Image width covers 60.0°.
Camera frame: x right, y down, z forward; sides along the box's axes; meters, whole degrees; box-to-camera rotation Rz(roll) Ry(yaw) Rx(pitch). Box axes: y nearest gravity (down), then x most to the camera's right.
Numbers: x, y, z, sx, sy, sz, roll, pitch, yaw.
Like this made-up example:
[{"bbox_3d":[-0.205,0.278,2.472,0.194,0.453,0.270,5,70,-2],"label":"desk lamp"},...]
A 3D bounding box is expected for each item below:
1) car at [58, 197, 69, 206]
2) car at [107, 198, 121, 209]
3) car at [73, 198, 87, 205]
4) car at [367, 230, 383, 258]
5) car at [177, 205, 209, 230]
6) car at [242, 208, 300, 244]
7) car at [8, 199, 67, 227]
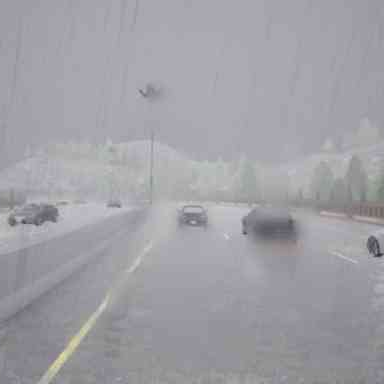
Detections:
[{"bbox_3d":[-21.970,1.634,56.477,1.882,1.535,5.008,0,0,-24],"label":"car"},{"bbox_3d":[-11.295,1.639,48.030,2.033,1.411,5.357,0,0,-17],"label":"car"},{"bbox_3d":[-21.184,1.743,62.830,1.994,1.385,4.181,0,0,-27],"label":"car"},{"bbox_3d":[7.103,1.527,9.836,1.812,1.442,4.674,0,0,0],"label":"car"},{"bbox_3d":[0.042,1.538,21.044,1.812,1.442,4.674,0,0,-1],"label":"car"},{"bbox_3d":[3.603,1.485,15.988,1.882,1.535,5.008,0,0,0],"label":"car"},{"bbox_3d":[-10.748,1.507,22.932,2.128,1.511,4.902,0,0,-2],"label":"car"}]
